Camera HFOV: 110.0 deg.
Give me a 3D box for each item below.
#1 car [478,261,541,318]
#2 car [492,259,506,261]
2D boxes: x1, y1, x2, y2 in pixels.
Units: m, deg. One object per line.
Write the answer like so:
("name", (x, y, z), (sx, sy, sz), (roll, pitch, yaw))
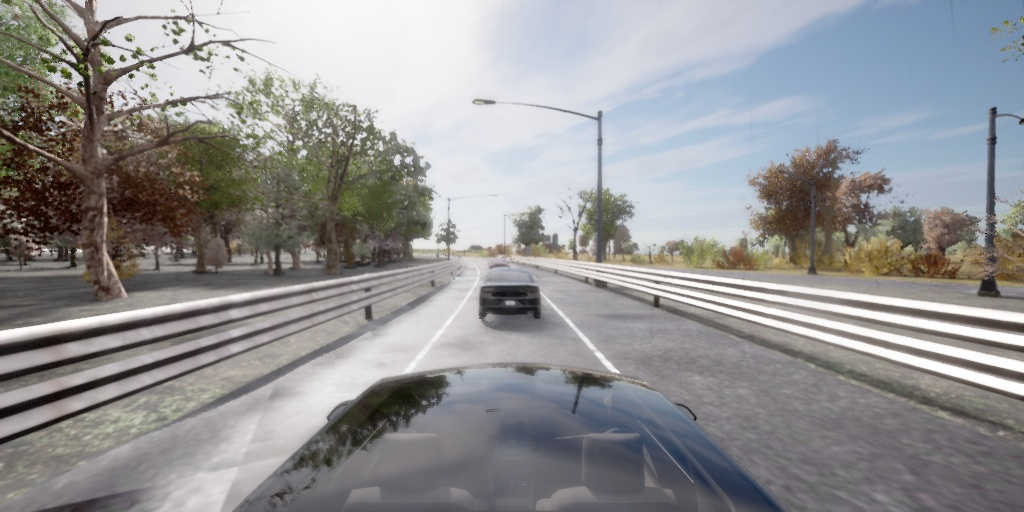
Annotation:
("car", (-0.107, 1.129, 12.496), (1.882, 1.535, 5.008), (0, 1, -1))
("car", (-1.179, 0.982, 32.147), (1.812, 1.442, 4.674), (0, 1, -4))
